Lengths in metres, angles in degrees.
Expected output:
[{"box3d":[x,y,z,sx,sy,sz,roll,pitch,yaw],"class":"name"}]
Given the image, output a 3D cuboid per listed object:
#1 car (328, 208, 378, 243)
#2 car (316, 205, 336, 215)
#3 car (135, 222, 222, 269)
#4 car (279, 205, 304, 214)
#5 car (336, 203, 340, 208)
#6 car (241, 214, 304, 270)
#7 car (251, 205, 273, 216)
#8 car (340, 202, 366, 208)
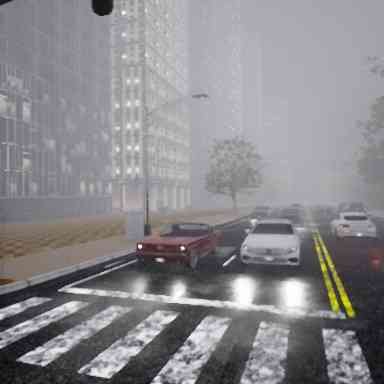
[{"box3d":[8.571,1.793,17.802,1.812,1.442,4.674,-1,-1,18],"class":"car"},{"box3d":[16.721,2.269,42.255,1.895,1.301,4.718,-1,-1,19],"class":"car"},{"box3d":[-0.297,1.839,12.430,1.895,1.301,4.718,-1,-1,19],"class":"car"},{"box3d":[8.173,2.018,27.477,1.994,1.385,4.181,-1,-1,19],"class":"car"},{"box3d":[22.119,2.247,48.355,1.837,1.490,4.892,-1,-1,18],"class":"car"},{"box3d":[3.017,1.731,12.088,1.812,1.442,4.674,-1,-1,19],"class":"car"},{"box3d":[7.720,2.174,36.306,2.033,1.411,5.357,-1,-1,19],"class":"car"},{"box3d":[18.969,1.935,38.792,2.097,1.767,4.553,-1,-1,19],"class":"car"}]
